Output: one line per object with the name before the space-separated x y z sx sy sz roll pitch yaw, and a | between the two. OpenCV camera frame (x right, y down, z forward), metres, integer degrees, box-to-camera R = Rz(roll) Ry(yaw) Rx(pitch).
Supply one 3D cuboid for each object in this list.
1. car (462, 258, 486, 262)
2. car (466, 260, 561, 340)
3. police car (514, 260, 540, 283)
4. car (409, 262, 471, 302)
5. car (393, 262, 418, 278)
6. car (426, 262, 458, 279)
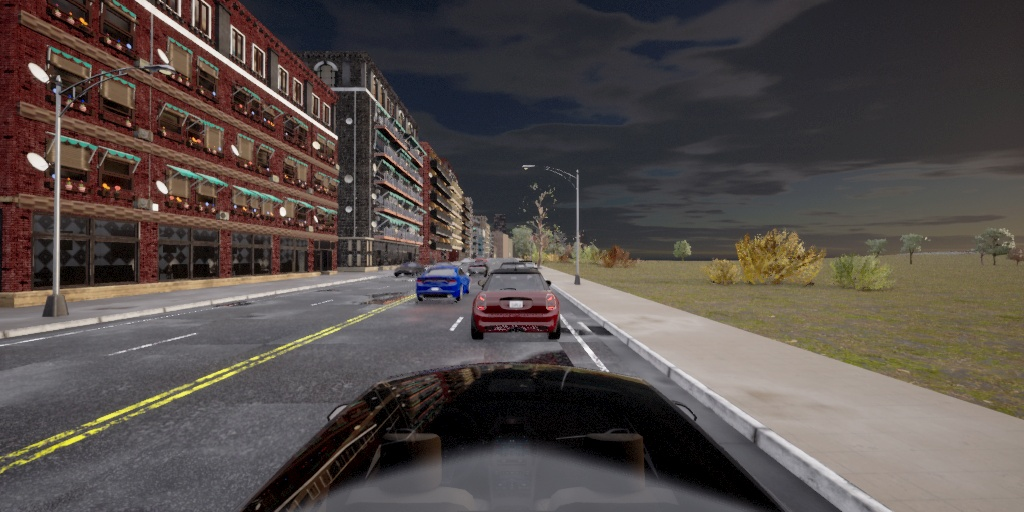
car | -3.182 1.246 34.820 2.128 1.511 4.902 0 0 0
car | 0.084 1.103 10.169 2.097 1.767 4.553 0 0 0
police car | 1.110 1.179 29.437 1.930 1.638 5.238 0 0 0
car | -3.166 1.230 17.210 1.882 1.535 5.008 0 0 0
car | -9.880 1.301 34.987 2.033 1.411 5.357 0 0 0
car | -6.632 1.301 34.595 2.033 1.411 5.357 0 0 0
